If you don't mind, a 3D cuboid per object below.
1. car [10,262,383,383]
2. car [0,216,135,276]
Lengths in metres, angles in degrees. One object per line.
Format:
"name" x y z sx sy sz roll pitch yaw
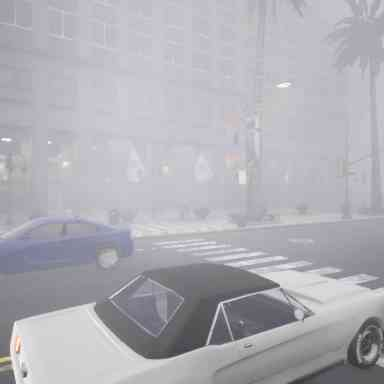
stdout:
"car" 0.481 1.601 4.134 4.718 1.301 1.895 0 0 -33
"car" -4.128 1.477 9.554 5.008 1.535 1.882 0 0 -34
